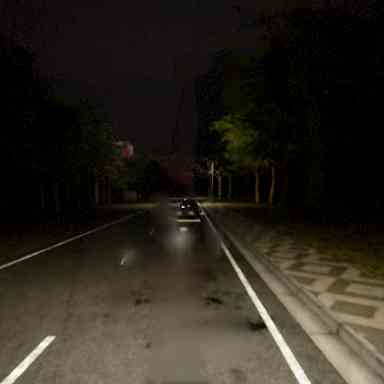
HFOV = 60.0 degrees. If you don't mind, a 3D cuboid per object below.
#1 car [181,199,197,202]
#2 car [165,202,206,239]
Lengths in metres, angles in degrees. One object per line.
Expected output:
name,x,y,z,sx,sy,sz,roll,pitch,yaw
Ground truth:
car,-0.381,1.545,39.268,1.994,1.385,4.181,0,0,0
car,-0.346,1.479,17.062,2.128,1.511,4.902,0,0,0
